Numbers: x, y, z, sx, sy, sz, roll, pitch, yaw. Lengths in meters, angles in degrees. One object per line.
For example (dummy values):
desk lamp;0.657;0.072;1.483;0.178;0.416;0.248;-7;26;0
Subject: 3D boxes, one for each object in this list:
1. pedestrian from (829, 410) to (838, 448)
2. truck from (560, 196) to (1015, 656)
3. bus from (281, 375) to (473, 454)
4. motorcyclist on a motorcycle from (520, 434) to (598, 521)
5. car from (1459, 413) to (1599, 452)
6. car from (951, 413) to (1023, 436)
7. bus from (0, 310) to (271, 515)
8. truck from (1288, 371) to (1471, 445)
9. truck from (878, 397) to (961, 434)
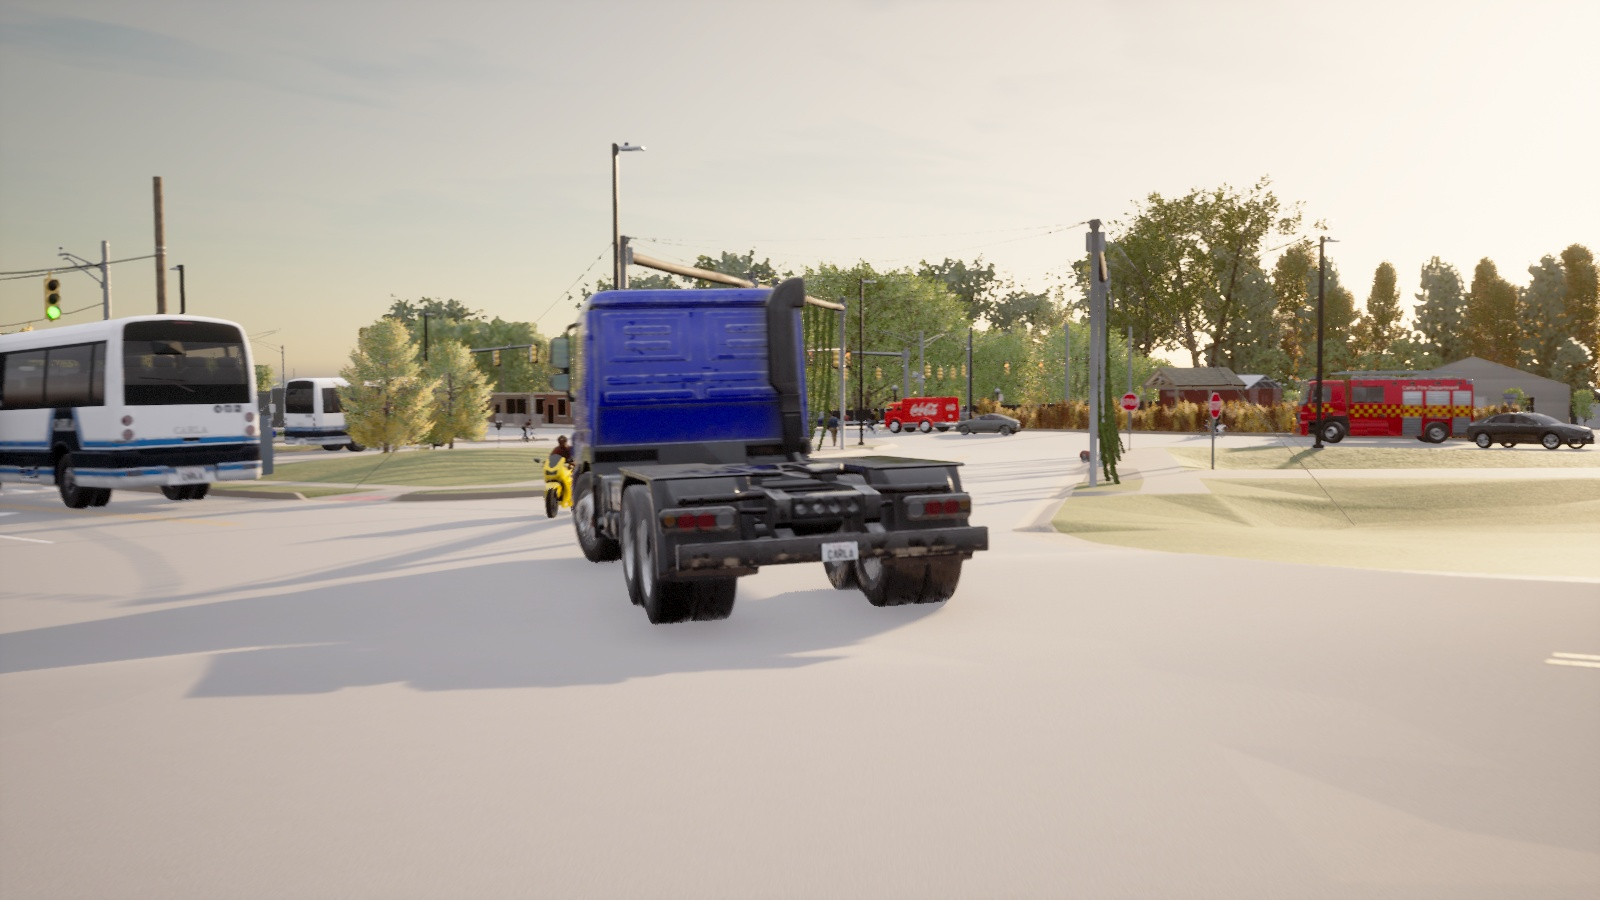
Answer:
pedestrian;1.761;-1.114;66.059;0.423;1.949;0.788;0;3;2
truck;-0.750;-0.320;13.656;2.891;3.462;7.936;-2;2;-15
bus;-24.741;-2.211;74.136;3.944;4.253;10.273;1;4;35
motorcyclist on a motorcycle;-4.425;0.472;23.228;0.797;1.523;2.044;1;1;7
car;29.952;-0.738;51.648;1.837;1.490;4.892;-1;1;-27
car;12.036;-1.632;80.777;4.181;1.385;1.994;1;4;26
bus;-17.606;-0.889;30.823;10.273;4.253;3.944;0;3;39
truck;30.825;-2.248;67.178;8.468;3.827;2.891;1;2;15
truck;8.352;-2.421;87.959;5.204;2.467;2.627;0;3;39
